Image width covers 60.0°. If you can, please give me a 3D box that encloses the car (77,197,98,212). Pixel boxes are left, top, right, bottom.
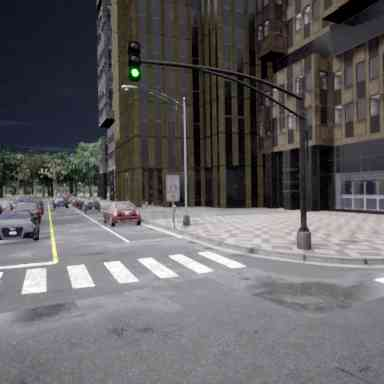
[{"bbox_3d":[-11.303,1.462,37.159,2.008,1.369,4.403,-1,1,-24],"label":"car"}]

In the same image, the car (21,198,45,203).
[{"bbox_3d":[-16.024,1.594,33.521,1.994,1.385,4.181,-1,1,-23],"label":"car"}]

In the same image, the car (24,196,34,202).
[{"bbox_3d":[-40.882,1.675,83.575,1.947,1.339,4.313,-1,1,-24],"label":"car"}]

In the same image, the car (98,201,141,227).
[{"bbox_3d":[-4.775,1.350,22.210,1.967,1.590,4.097,-1,1,-24],"label":"car"}]

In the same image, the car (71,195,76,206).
[{"bbox_3d":[-15.657,1.458,47.125,1.887,1.381,4.507,-1,1,-24],"label":"car"}]

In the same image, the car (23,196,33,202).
[{"bbox_3d":[-38.638,1.631,78.437,1.752,1.417,4.829,-1,1,-24],"label":"car"}]

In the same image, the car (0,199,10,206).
[{"bbox_3d":[-14.765,1.401,23.779,2.192,1.841,5.009,-1,1,-24],"label":"car"}]

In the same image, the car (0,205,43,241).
[{"bbox_3d":[-8.537,1.595,16.200,1.994,1.385,4.181,-1,1,-24],"label":"car"}]

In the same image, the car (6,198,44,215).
[{"bbox_3d":[-12.142,1.509,24.475,1.882,1.535,5.008,-1,1,-23],"label":"car"}]

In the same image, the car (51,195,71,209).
[{"bbox_3d":[-17.939,1.496,45.450,1.812,1.442,4.674,-1,1,-24],"label":"car"}]

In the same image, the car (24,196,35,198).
[{"bbox_3d":[-20.144,1.579,43.004,2.033,1.411,5.357,-1,1,-24],"label":"car"}]

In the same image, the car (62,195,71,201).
[{"bbox_3d":[-30.895,1.474,82.005,1.887,1.381,4.507,-1,1,-24],"label":"car"}]

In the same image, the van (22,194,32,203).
[{"bbox_3d":[-36.533,1.443,73.608,1.690,1.788,3.998,-1,1,-24],"label":"van"}]

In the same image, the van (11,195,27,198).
[{"bbox_3d":[-25.649,1.432,48.694,1.690,1.788,3.998,-1,1,-24],"label":"van"}]

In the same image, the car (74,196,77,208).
[{"bbox_3d":[-13.480,1.457,42.142,1.887,1.381,4.507,-1,1,-24],"label":"car"}]

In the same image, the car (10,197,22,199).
[{"bbox_3d":[-21.223,1.613,38.574,1.752,1.417,4.829,-1,1,-24],"label":"car"}]

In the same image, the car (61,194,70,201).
[{"bbox_3d":[-33.074,1.373,86.986,1.967,1.590,4.097,-1,1,-24],"label":"car"}]
